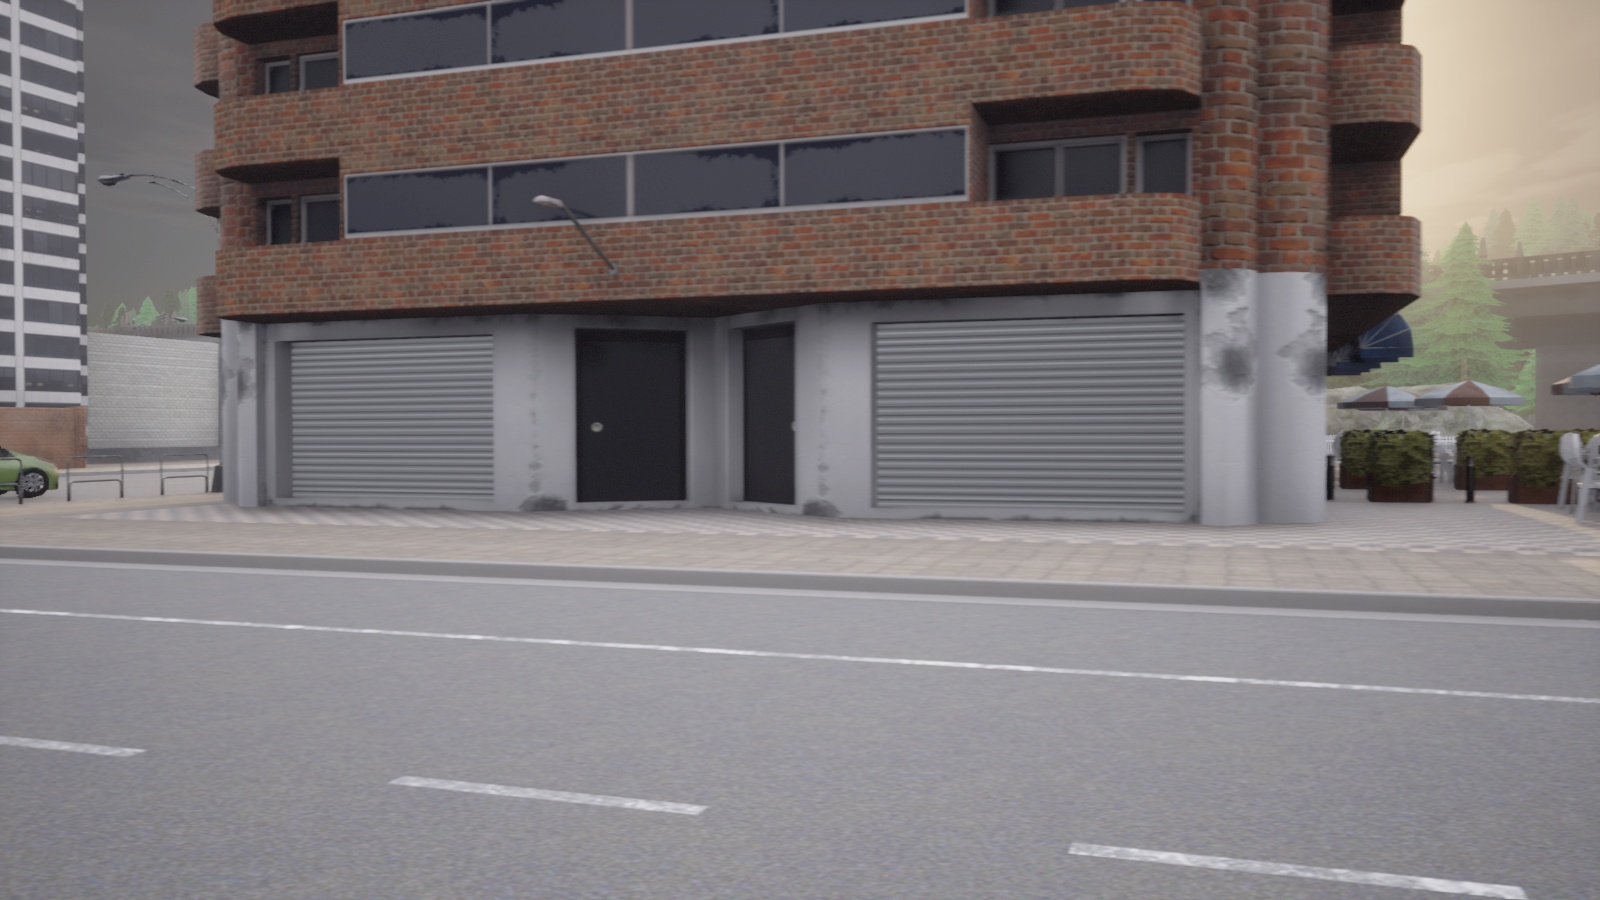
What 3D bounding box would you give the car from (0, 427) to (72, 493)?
[{"bbox_3d":[-19.844,0.229,29.304,2.007,1.525,4.514,1,1,31],"label":"car"}]
